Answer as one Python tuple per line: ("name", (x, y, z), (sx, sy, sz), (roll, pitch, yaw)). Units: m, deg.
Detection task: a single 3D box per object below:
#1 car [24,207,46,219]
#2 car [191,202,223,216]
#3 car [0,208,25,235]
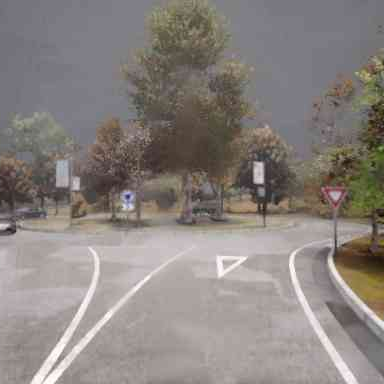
("car", (-19.137, 2.506, 38.686), (1.837, 1.490, 4.892), (-2, -2, 17))
("car", (1.841, 2.541, 50.235), (5.566, 2.045, 2.150), (0, -2, 19))
("car", (-13.134, 1.976, 21.496), (4.902, 1.511, 2.128), (-1, -2, 40))
